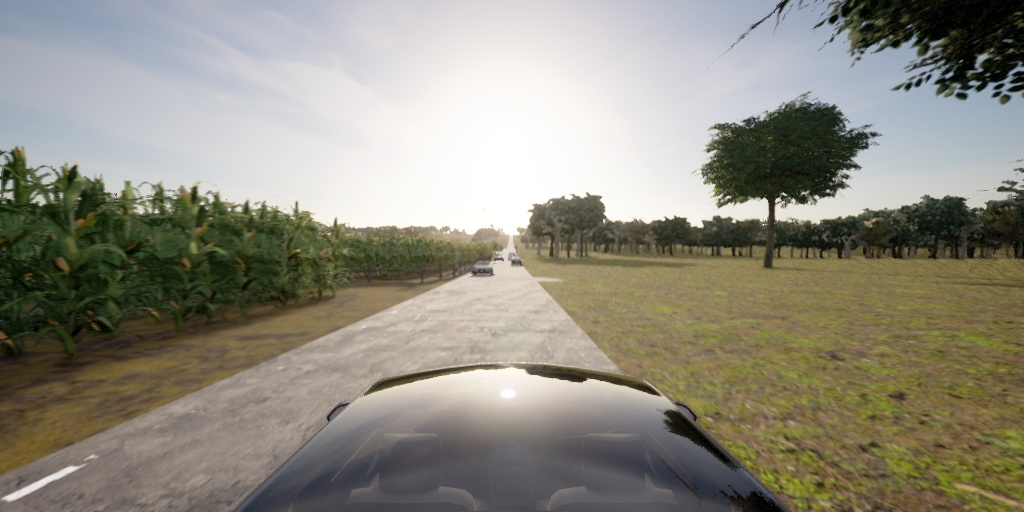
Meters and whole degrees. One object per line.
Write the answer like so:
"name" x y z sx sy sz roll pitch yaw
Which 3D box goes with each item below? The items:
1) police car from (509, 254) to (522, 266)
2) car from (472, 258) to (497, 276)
"police car" 0.811 0.858 65.413 1.930 1.638 5.238 0 1 0
"car" -2.848 1.224 35.926 1.994 1.385 4.181 0 0 0
